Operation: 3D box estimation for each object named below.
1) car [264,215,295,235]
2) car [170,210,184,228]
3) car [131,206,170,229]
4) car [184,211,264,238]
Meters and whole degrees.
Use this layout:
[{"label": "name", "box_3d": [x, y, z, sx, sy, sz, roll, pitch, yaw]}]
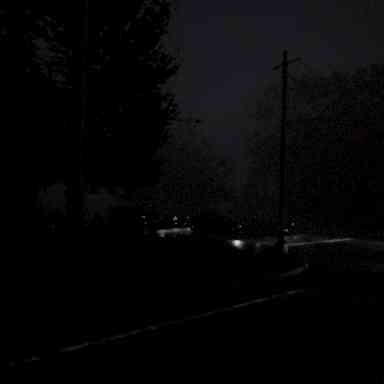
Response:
[{"label": "car", "box_3d": [4.772, 2.261, 23.340, 1.895, 1.301, 4.718, 3, -3, -40]}, {"label": "car", "box_3d": [-2.159, 2.502, 31.905, 2.097, 1.767, 4.553, 3, -5, -41]}, {"label": "car", "box_3d": [-4.748, 2.249, 29.577, 2.150, 2.045, 5.566, 3, -5, -41]}, {"label": "car", "box_3d": [1.898, 2.027, 21.333, 1.882, 1.535, 5.008, 2, -3, -38]}]
